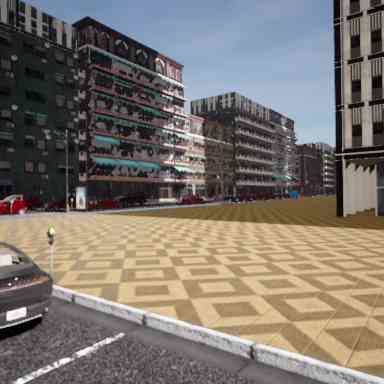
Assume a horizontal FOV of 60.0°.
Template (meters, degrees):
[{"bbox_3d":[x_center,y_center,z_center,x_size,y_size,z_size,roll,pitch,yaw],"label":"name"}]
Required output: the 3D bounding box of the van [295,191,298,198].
[{"bbox_3d":[26.194,0.674,86.045,1.690,1.788,3.998,-1,0,36],"label":"van"}]

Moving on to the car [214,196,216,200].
[{"bbox_3d":[6.416,1.054,73.091,1.967,1.590,4.097,-1,0,36],"label":"car"}]

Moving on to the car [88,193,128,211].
[{"bbox_3d":[-9.561,1.206,36.868,1.967,1.590,4.097,-1,0,36],"label":"car"}]

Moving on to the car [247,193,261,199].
[{"bbox_3d":[16.170,1.065,86.503,1.947,1.339,4.313,-1,0,36],"label":"car"}]

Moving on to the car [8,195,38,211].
[{"bbox_3d":[-19.590,1.253,37.326,2.192,1.841,5.009,-1,0,36],"label":"car"}]

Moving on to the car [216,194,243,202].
[{"bbox_3d":[6.693,1.113,59.221,2.008,1.369,4.403,-1,0,36],"label":"car"}]

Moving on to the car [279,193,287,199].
[{"bbox_3d":[19.695,0.958,77.103,2.008,1.369,4.403,-1,0,36],"label":"car"}]

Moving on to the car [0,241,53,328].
[{"bbox_3d":[-4.342,1.558,6.160,4.403,1.369,2.008,0,-1,36],"label":"car"}]

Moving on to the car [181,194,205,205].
[{"bbox_3d":[0.190,1.082,50.280,1.967,1.590,4.097,-1,0,36],"label":"car"}]

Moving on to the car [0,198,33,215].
[{"bbox_3d":[-16.061,1.433,27.926,1.802,1.307,4.206,-1,0,36],"label":"car"}]

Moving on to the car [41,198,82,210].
[{"bbox_3d":[-16.336,1.440,41.798,1.887,1.381,4.507,-1,0,36],"label":"car"}]

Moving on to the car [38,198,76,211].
[{"bbox_3d":[-15.064,1.392,39.155,1.812,1.442,4.674,-1,0,36],"label":"car"}]

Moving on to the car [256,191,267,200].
[{"bbox_3d":[13.194,1.066,68.162,1.802,1.307,4.206,-1,0,36],"label":"car"}]

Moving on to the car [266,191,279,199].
[{"bbox_3d":[16.442,0.760,72.633,2.192,1.841,5.009,-1,0,36],"label":"car"}]

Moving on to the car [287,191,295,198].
[{"bbox_3d":[22.946,0.951,81.574,1.802,1.307,4.206,-1,0,36],"label":"car"}]

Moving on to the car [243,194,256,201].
[{"bbox_3d":[9.944,1.068,63.692,1.887,1.381,4.507,-1,0,36],"label":"car"}]

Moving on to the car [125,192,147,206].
[{"bbox_3d":[-8.921,1.009,47.602,2.150,2.045,5.566,-1,0,36],"label":"car"}]
